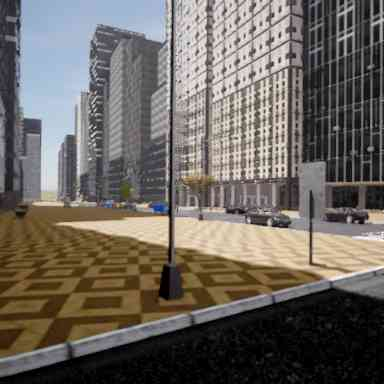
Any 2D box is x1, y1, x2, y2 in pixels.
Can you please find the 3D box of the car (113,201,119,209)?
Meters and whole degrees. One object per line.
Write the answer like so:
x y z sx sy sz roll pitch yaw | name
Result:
-13.705 2.762 66.071 1.752 1.417 4.829 0 -1 -26 | car

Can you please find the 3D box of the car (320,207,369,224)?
13.336 2.020 29.351 2.008 1.369 4.403 0 -1 -26 | car

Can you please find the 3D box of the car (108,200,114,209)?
-16.225 2.897 71.288 1.887 1.381 4.507 0 -1 -26 | car

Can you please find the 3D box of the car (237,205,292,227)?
5.790 1.930 25.707 2.008 1.369 4.403 0 -1 -26 | car

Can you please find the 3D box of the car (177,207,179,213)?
-3.627 2.426 51.289 1.837 1.490 4.892 1 -2 -25 | car

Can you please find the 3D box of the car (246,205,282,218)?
8.444 2.245 39.480 1.947 1.339 4.313 0 -1 -26 | car

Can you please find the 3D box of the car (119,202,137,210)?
-11.333 2.680 61.159 2.008 1.369 4.403 0 -1 -26 | car

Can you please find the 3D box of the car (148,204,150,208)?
-8.678 3.024 74.930 1.802 1.307 4.206 -1 -1 -26 | car

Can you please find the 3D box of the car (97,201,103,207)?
-23.562 3.235 86.480 1.887 1.381 4.507 0 -1 -26 | car

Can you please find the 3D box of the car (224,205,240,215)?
5.998 2.351 44.544 1.947 1.339 4.313 0 -1 -26 | car

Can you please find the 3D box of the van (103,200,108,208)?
-18.673 2.805 76.354 1.690 1.788 3.998 0 -1 -26 | van

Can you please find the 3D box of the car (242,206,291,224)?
6.599 1.998 30.014 1.812 1.442 4.674 1 -1 -26 | car

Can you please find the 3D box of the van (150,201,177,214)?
-3.997 2.144 45.970 1.690 1.788 3.998 0 -1 -26 | van
